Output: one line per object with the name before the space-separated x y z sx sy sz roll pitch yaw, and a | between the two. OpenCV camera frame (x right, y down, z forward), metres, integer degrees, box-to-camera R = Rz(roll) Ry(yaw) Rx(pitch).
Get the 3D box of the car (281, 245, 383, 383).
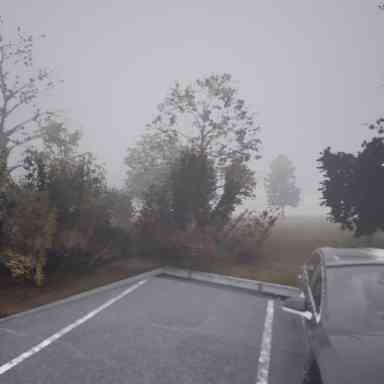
car | 2.213 1.489 3.931 2.231 1.521 4.892 0 -1 16
